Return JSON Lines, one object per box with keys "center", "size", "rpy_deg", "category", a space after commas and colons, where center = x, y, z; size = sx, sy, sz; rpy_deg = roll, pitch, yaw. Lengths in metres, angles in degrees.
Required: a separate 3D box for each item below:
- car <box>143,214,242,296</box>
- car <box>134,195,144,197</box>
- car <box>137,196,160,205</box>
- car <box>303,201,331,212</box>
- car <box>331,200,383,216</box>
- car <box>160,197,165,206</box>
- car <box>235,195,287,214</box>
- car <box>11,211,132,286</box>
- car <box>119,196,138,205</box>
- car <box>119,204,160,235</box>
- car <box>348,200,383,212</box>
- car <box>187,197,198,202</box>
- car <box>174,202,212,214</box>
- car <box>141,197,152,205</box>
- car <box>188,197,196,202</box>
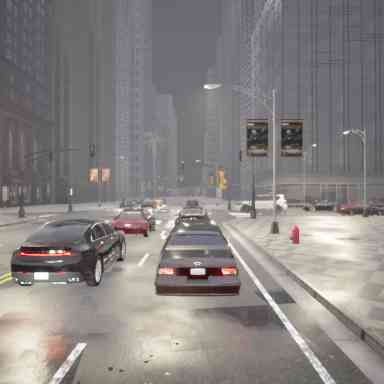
{"center": [0.112, 1.557, 8.796], "size": [2.033, 1.411, 5.357], "rpy_deg": [0, 0, 0], "category": "car"}
{"center": [-9.777, 1.518, 60.783], "size": [2.150, 2.045, 5.566], "rpy_deg": [0, 0, 0], "category": "car"}
{"center": [-6.561, 1.775, 50.875], "size": [2.033, 1.411, 5.357], "rpy_deg": [0, 0, 0], "category": "car"}
{"center": [15.211, 1.660, 38.779], "size": [4.313, 1.339, 1.947], "rpy_deg": [0, 0, -1], "category": "car"}
{"center": [15.335, 1.575, 30.255], "size": [4.206, 1.307, 1.802], "rpy_deg": [0, 0, -1], "category": "car"}
{"center": [-6.531, 1.644, 60.157], "size": [2.097, 1.767, 4.553], "rpy_deg": [0, 0, 0], "category": "car"}
{"center": [7.538, 1.315, 36.328], "size": [5.566, 2.045, 2.150], "rpy_deg": [0, -1, 5], "category": "car"}
{"center": [-3.144, 1.515, 9.381], "size": [1.837, 1.490, 4.892], "rpy_deg": [0, 0, 0], "category": "car"}
{"center": [-9.841, 1.731, 50.763], "size": [1.837, 1.490, 4.892], "rpy_deg": [0, 0, -2], "category": "car"}
{"center": [-3.138, 1.600, 18.282], "size": [1.994, 1.385, 4.181], "rpy_deg": [0, 0, 0], "category": "car"}
{"center": [20.851, 1.641, 38.863], "size": [4.313, 1.339, 1.947], "rpy_deg": [0, 0, -1], "category": "car"}
{"center": [0.118, 1.754, 57.947], "size": [1.882, 1.535, 5.008], "rpy_deg": [0, 0, 0], "category": "car"}
{"center": [0.059, 1.542, 18.534], "size": [1.837, 1.490, 4.892], "rpy_deg": [0, 0, 1], "category": "car"}
{"center": [-9.703, 1.901, 71.129], "size": [1.812, 1.442, 4.674], "rpy_deg": [0, 0, 0], "category": "car"}
{"center": [0.060, 2.097, 91.255], "size": [1.994, 1.385, 4.181], "rpy_deg": [0, 0, 0], "category": "car"}
